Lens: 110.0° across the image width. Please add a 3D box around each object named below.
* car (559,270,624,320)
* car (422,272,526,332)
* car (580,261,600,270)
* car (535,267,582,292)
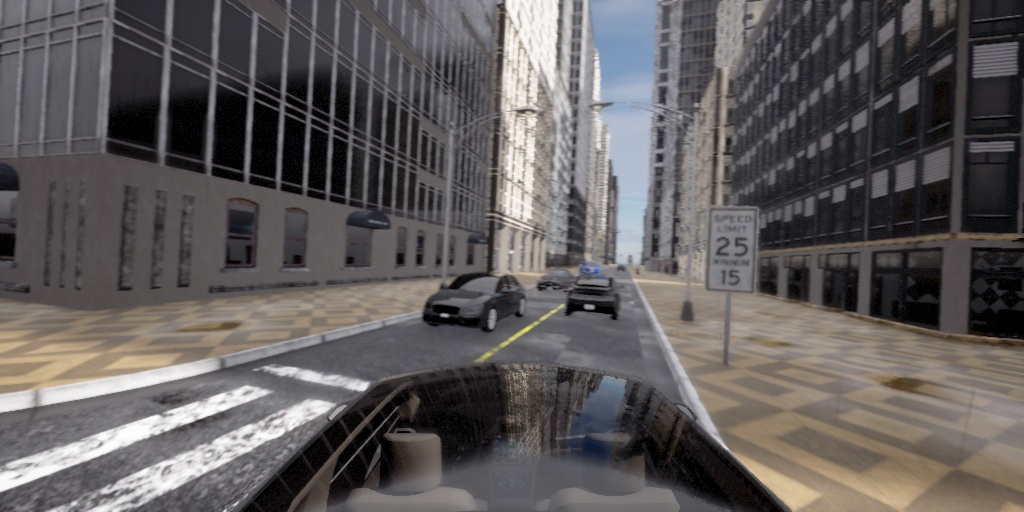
[{"bbox_3d":[3.295,1.485,14.114,1.837,1.490,4.892,3,0,18],"label":"car"},{"bbox_3d":[-0.907,1.257,11.107,1.837,1.490,4.892,3,0,18],"label":"car"},{"bbox_3d":[9.529,1.661,43.629,2.150,2.045,5.566,3,0,18],"label":"car"},{"bbox_3d":[3.019,1.565,23.487,2.033,1.411,5.357,3,0,18],"label":"car"}]
